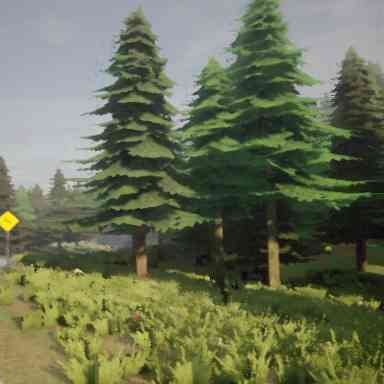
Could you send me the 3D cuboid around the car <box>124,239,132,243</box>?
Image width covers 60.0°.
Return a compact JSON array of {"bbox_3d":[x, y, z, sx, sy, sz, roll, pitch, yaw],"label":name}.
[{"bbox_3d":[-11.385,9.314,60.561,1.882,1.535,5.008,-1,-8,-11],"label":"car"}]
